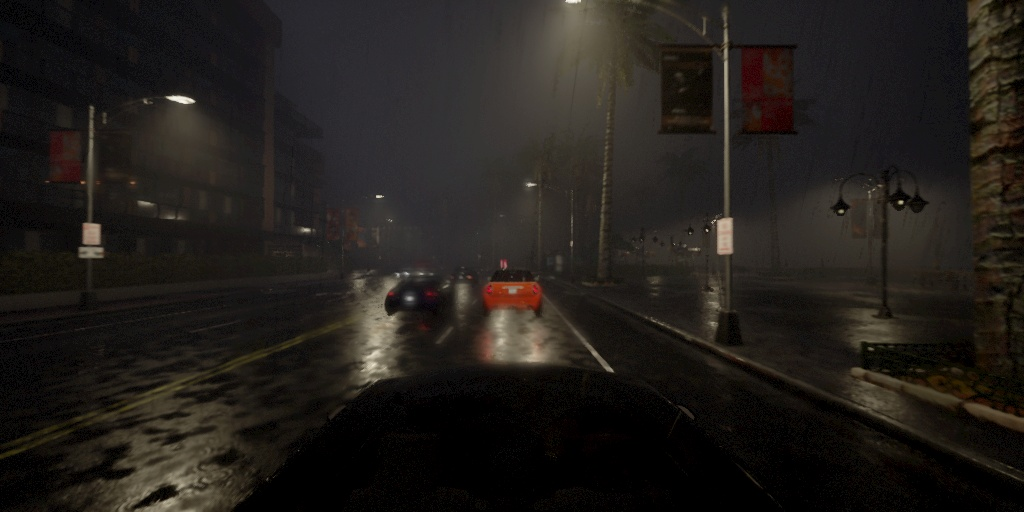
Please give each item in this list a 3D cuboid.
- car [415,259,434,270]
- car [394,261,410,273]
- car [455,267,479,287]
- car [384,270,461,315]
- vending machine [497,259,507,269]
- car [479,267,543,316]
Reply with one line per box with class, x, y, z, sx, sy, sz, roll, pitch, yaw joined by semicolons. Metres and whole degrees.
car;-13.768;1.505;55.990;2.150;2.045;5.566;0;-1;-24
car;-16.317;1.819;53.101;1.994;1.385;4.181;0;-1;-24
car;-3.537;1.547;27.077;2.033;1.411;5.357;0;-1;-1
car;-3.457;1.437;14.192;1.994;1.385;4.181;0;0;0
vending machine;-1.470;1.559;64.128;1.100;2.100;0.880;0;0;-27
car;0.044;1.224;14.170;2.097;1.767;4.553;0;-1;0
